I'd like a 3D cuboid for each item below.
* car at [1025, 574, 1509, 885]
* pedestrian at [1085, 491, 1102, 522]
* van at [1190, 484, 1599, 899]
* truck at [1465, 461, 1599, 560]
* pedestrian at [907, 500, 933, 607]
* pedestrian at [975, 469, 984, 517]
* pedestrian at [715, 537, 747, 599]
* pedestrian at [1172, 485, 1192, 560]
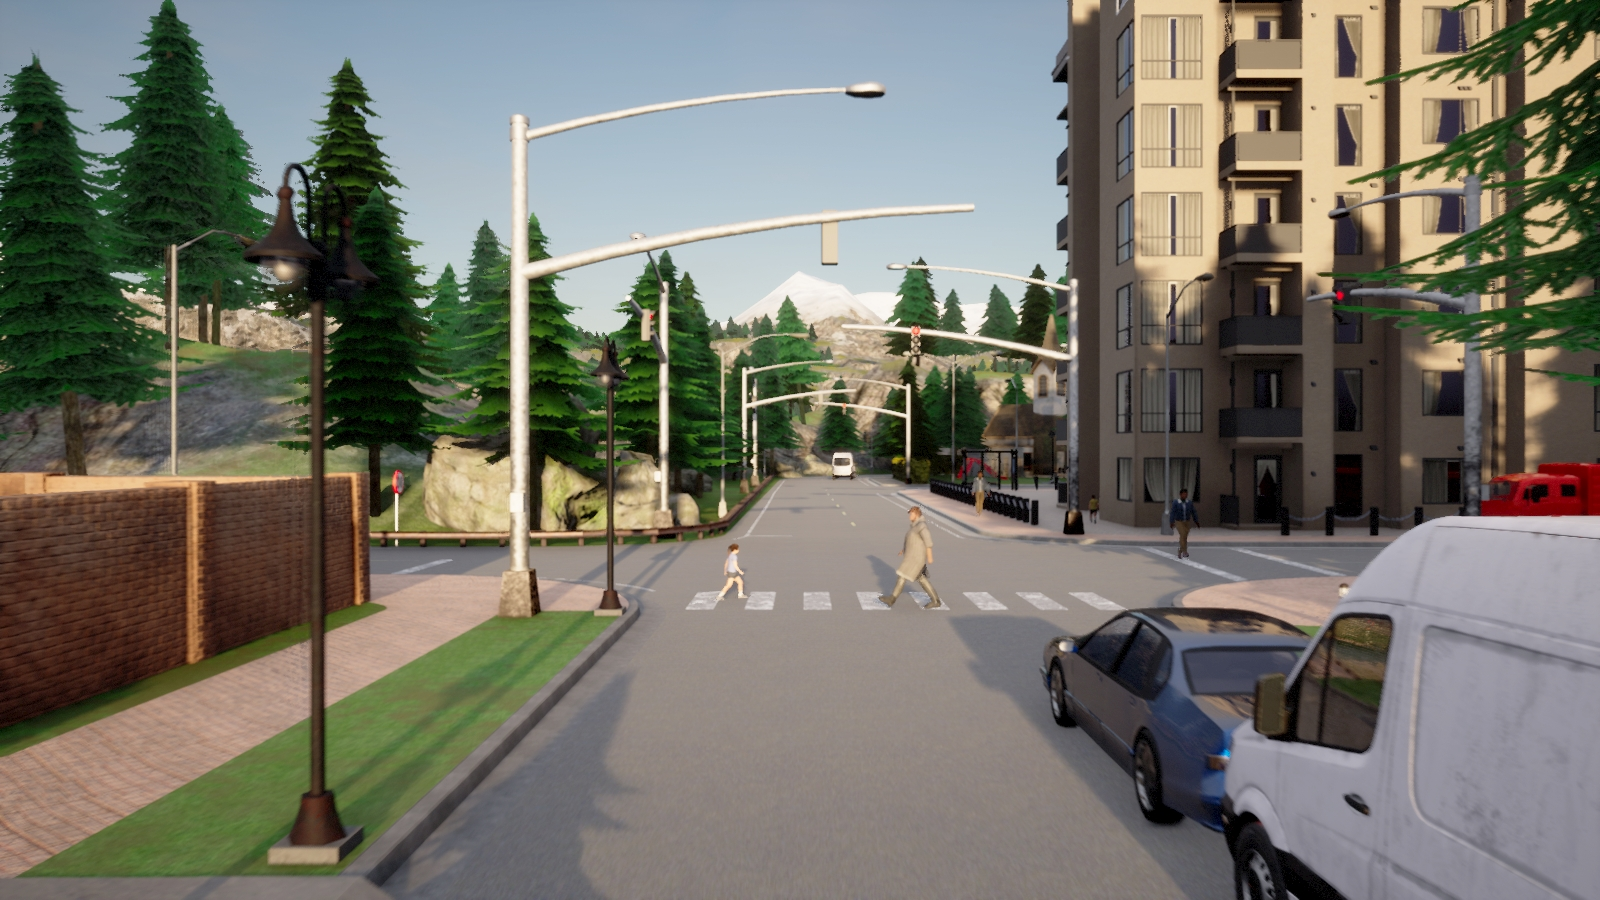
[{"bbox_3d":[3.505,2.072,9.969,2.033,1.411,5.357,0,0,0],"label":"car"},{"bbox_3d":[10.675,2.058,41.578,0.500,1.100,0.500,0,0,4],"label":"pedestrian"},{"bbox_3d":[3.511,1.501,4.399,1.988,2.561,5.915,0,0,0],"label":"van"},{"bbox_3d":[20.975,1.548,30.238,5.204,2.467,2.627,0,0,1],"label":"truck"},{"bbox_3d":[2.119,1.816,20.166,0.375,1.860,0.375,0,0,-6],"label":"pedestrian"},{"bbox_3d":[7.108,1.690,45.227,0.375,1.860,0.375,0,0,8],"label":"pedestrian"},{"bbox_3d":[-1.284,2.195,21.312,0.500,1.100,0.500,0,0,-16],"label":"pedestrian"},{"bbox_3d":[9.666,1.828,28.908,0.375,1.860,0.375,0,0,2],"label":"pedestrian"}]
